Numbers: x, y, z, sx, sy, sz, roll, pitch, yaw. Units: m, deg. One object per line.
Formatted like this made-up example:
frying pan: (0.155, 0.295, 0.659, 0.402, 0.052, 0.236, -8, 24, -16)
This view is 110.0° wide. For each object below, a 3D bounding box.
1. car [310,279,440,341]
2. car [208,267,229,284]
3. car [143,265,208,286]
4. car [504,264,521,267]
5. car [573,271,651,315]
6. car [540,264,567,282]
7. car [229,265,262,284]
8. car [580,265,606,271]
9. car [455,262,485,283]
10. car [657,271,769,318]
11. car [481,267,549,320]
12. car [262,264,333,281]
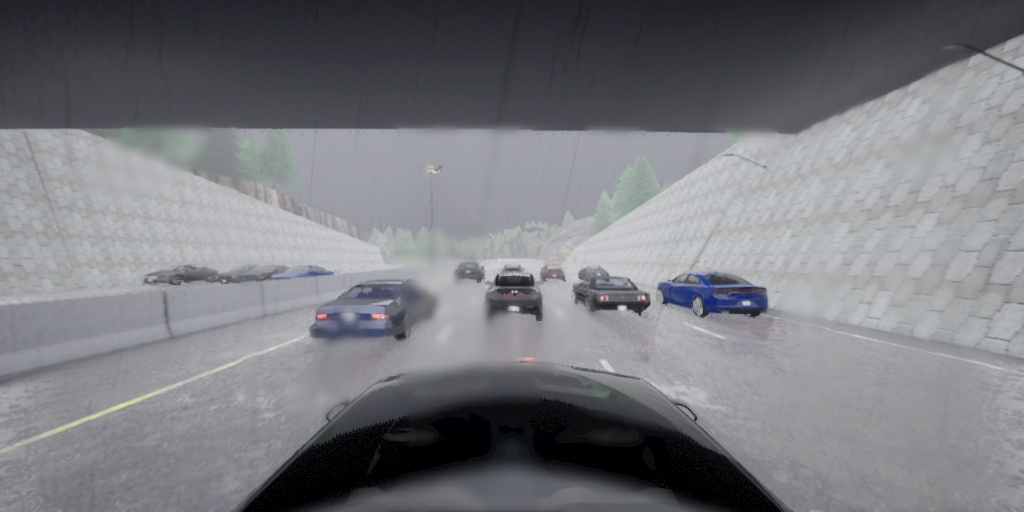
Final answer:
car: (-3.408, 1.347, 10.031, 2.033, 1.411, 5.357, 0, 0, 0)
car: (-21.053, 1.469, 28.921, 2.033, 1.411, 5.357, 0, 0, 1)
car: (-24.571, 1.404, 26.860, 2.128, 1.511, 4.902, 0, 0, 0)
car: (0.063, 1.419, 30.486, 1.837, 1.490, 4.892, 0, 0, 0)
car: (3.587, 1.417, 13.882, 1.895, 1.301, 4.718, 0, 0, 0)
car: (3.548, 1.443, 31.568, 1.812, 1.442, 4.674, 0, 0, 0)
car: (-17.575, 1.380, 26.202, 1.882, 1.535, 5.008, 0, -1, 0)
car: (7.061, 1.477, 31.213, 1.994, 1.385, 4.181, 0, 0, 0)
car: (-3.437, 1.267, 30.176, 2.097, 1.767, 4.553, 0, 0, 0)
car: (7.087, 1.288, 13.314, 1.882, 1.535, 5.008, 0, 0, 0)
car: (0.088, 1.319, 12.907, 1.837, 1.490, 4.892, 0, 0, 0)
car: (-14.088, 1.367, 24.294, 1.882, 1.535, 5.008, 0, -1, 0)
